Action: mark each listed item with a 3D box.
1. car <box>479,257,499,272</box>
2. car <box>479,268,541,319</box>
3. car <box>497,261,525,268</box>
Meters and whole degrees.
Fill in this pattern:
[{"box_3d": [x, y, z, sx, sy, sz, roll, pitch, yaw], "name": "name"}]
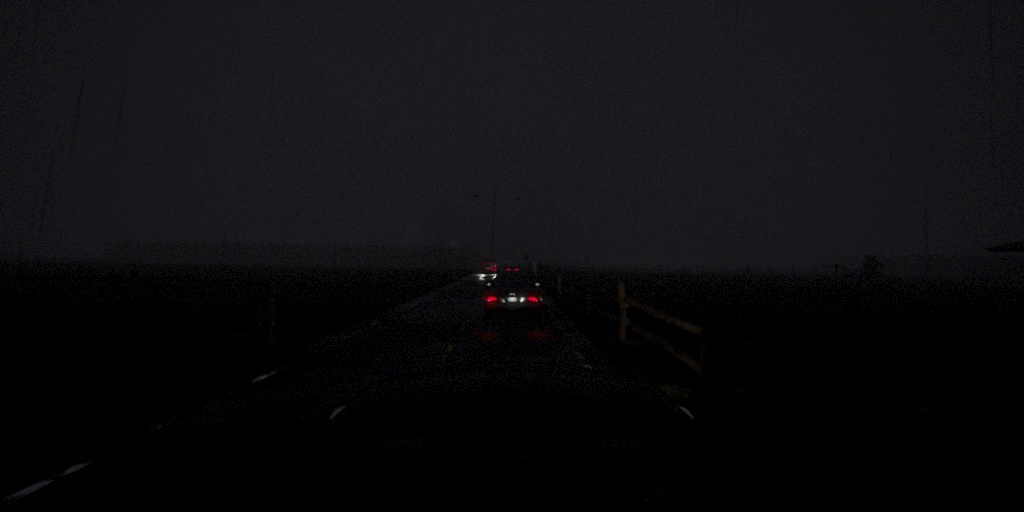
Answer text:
[{"box_3d": [-2.816, 1.102, 44.303, 2.150, 2.045, 5.566, 0, 0, 0], "name": "car"}, {"box_3d": [0.042, 1.331, 13.024, 2.033, 1.411, 5.357, 0, 0, 1], "name": "car"}, {"box_3d": [0.066, 1.331, 31.526, 2.128, 1.511, 4.902, 0, 0, 0], "name": "car"}]
